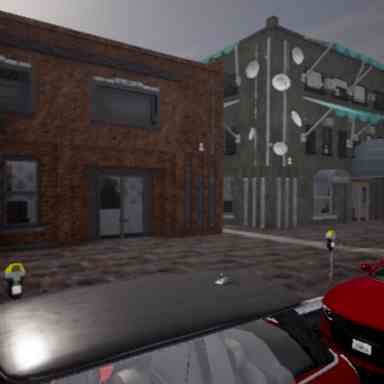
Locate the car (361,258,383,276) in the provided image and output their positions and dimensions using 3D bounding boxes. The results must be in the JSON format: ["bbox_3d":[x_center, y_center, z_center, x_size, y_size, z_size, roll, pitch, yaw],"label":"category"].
[{"bbox_3d":[3.800,1.532,5.053,4.507,1.381,1.887,0,0,-34],"label":"car"}]

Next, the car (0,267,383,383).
[{"bbox_3d":[-0.791,1.402,1.938,4.097,1.590,1.967,0,0,-34],"label":"car"}]
